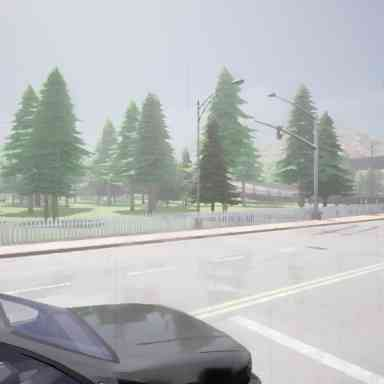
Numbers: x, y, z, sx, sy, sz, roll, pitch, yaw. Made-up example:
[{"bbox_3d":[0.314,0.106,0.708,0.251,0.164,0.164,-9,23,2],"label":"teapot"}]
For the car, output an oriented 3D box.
[{"bbox_3d":[-1.951,1.547,2.374,5.357,1.411,2.033,0,0,-36],"label":"car"}]
